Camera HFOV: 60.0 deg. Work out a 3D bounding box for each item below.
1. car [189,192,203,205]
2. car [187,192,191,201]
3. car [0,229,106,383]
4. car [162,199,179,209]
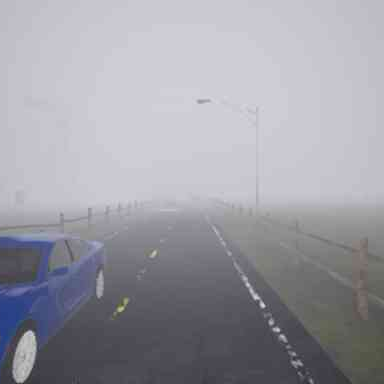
[{"bbox_3d":[0.944,1.375,60.897,2.097,1.767,4.553,0,0,0],"label":"car"},{"bbox_3d":[-0.024,1.120,79.878,2.150,2.045,5.566,0,0,0],"label":"car"},{"bbox_3d":[-2.844,1.475,5.470,1.882,1.535,5.008,0,0,0],"label":"car"},{"bbox_3d":[-2.844,1.572,44.874,1.994,1.385,4.181,0,0,0],"label":"car"}]
